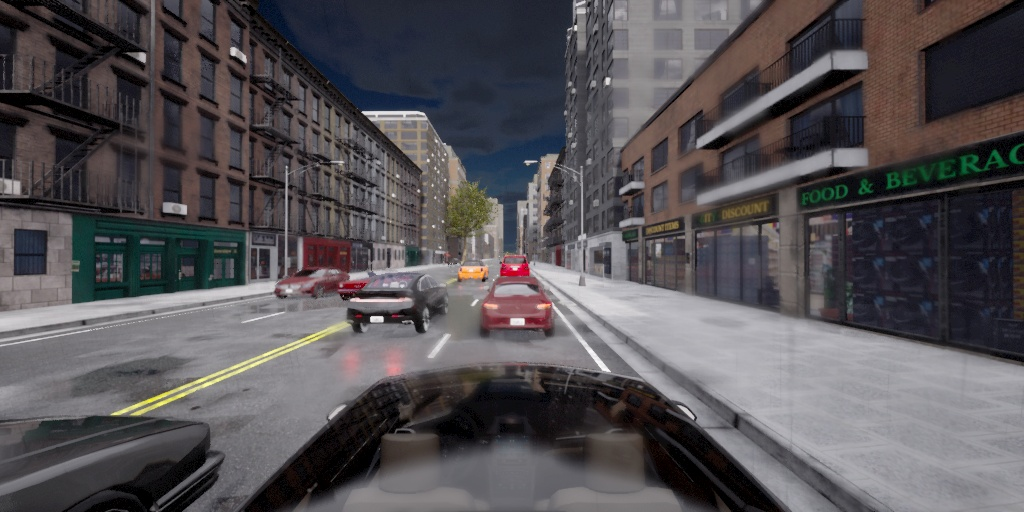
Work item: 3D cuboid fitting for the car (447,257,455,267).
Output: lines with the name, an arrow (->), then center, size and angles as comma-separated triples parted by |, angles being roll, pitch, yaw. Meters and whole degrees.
car -> -9.519, 0.965, 59.277 | 1.837, 1.490, 4.892 | 0, 0, 0

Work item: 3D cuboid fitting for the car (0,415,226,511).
car -> -3.161, 1.297, 0.253 | 2.033, 1.411, 5.357 | 0, 0, 1

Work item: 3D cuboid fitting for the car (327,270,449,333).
car -> -3.110, 1.243, 10.661 | 2.128, 1.511, 4.902 | 0, 0, 0

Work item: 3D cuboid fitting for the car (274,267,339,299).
car -> -9.787, 1.281, 18.081 | 1.812, 1.442, 4.674 | 0, 0, 0

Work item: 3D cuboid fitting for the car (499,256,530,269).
car -> 0.206, 0.983, 27.257 | 2.150, 2.045, 5.566 | 0, 0, 0

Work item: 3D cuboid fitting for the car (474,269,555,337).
car -> 0.132, 1.277, 10.158 | 1.812, 1.442, 4.674 | 0, 0, 0

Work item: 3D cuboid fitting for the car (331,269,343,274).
car -> -6.539, 1.355, 17.383 | 1.895, 1.301, 4.718 | 0, 0, 0

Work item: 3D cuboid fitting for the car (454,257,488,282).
car -> -3.041, 1.115, 28.950 | 2.097, 1.767, 4.553 | 0, 0, 0
